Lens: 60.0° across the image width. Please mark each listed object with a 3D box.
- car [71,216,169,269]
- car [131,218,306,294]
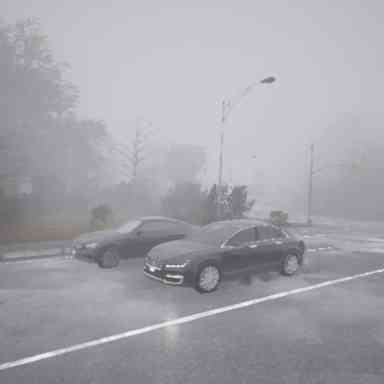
[{"bbox_3d":[-1.661,1.571,11.392,4.674,1.442,1.812,1,-1,-35],"label":"car"},{"bbox_3d":[1.072,1.561,9.038,4.892,1.490,1.837,1,-1,-35],"label":"car"}]
